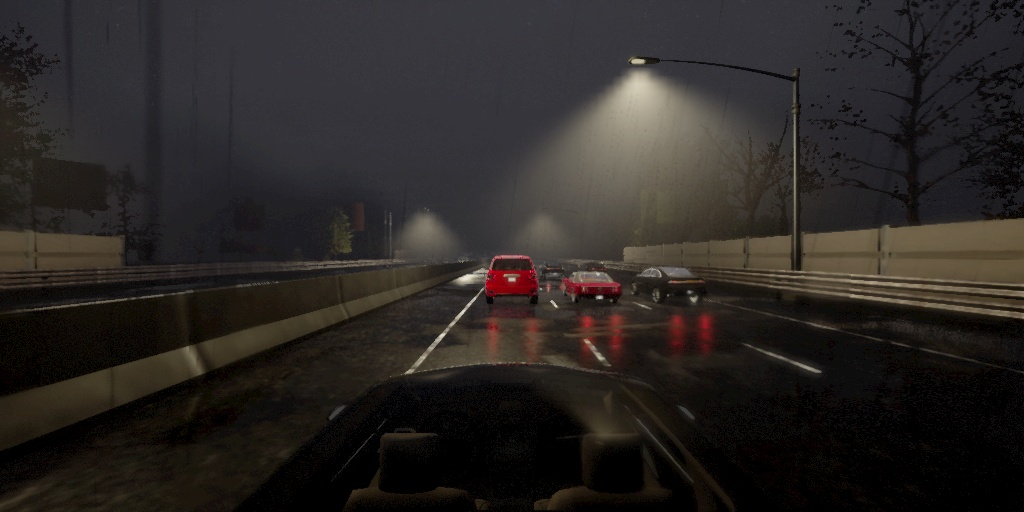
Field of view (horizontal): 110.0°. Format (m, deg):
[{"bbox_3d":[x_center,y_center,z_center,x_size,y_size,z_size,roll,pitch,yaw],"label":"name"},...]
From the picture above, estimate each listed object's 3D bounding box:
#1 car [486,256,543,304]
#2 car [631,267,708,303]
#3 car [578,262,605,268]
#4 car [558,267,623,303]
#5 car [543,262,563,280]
[{"bbox_3d":[0.000,1.006,16.530,2.150,2.045,5.566,0,0,0],"label":"car"},{"bbox_3d":[7.000,1.243,16.500,2.128,1.511,4.902,0,0,0],"label":"car"},{"bbox_3d":[7.000,1.264,31.500,1.837,1.490,4.892,0,0,0],"label":"car"},{"bbox_3d":[3.500,1.365,16.530,1.895,1.301,4.718,0,0,0],"label":"car"},{"bbox_3d":[3.500,1.243,31.500,2.128,1.511,4.902,0,0,0],"label":"car"}]
